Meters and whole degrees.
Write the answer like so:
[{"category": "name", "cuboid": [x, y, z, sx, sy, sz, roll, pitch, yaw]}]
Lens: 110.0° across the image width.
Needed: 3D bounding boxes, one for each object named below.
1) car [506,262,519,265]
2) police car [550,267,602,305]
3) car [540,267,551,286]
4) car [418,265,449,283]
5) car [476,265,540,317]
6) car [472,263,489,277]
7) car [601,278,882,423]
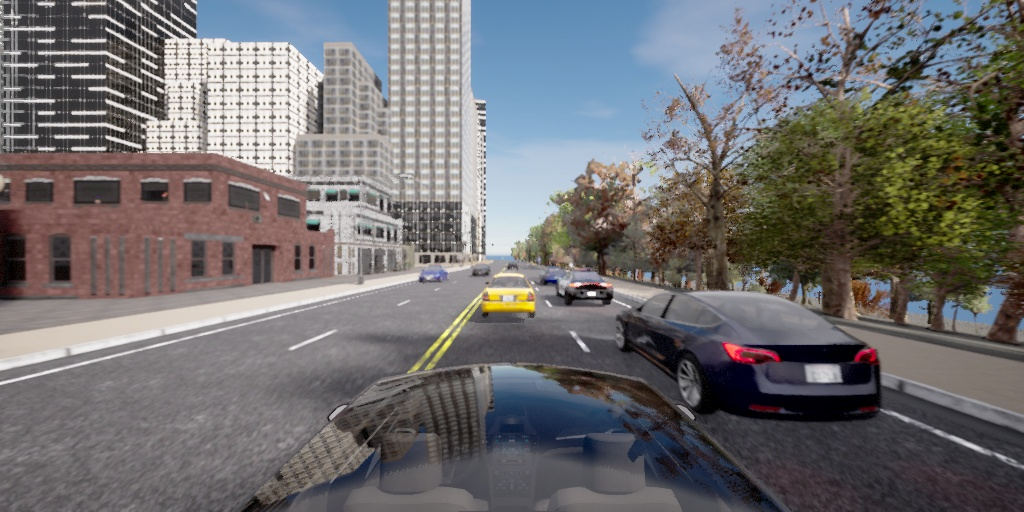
[{"category": "car", "cuboid": [0.079, 1.709, 60.338, 1.837, 1.490, 4.892, 0, -1, 0]}, {"category": "police car", "cuboid": [3.250, 1.382, 17.053, 2.038, 1.542, 4.974, 0, -1, 0]}, {"category": "car", "cuboid": [3.250, 1.531, 28.053, 1.994, 1.385, 4.181, 0, 0, 0]}, {"category": "car", "cuboid": [-6.596, 1.514, 30.644, 1.812, 1.442, 4.674, 0, 0, 0]}, {"category": "car", "cuboid": [-0.091, 1.304, 13.602, 1.801, 1.575, 5.366, 0, -1, 1]}, {"category": "car", "cuboid": [-3.334, 1.539, 39.928, 1.882, 1.535, 5.008, 0, 0, 0]}, {"category": "car", "cuboid": [3.250, 1.290, 6.083, 2.163, 1.488, 4.792, 0, 0, 0]}]
